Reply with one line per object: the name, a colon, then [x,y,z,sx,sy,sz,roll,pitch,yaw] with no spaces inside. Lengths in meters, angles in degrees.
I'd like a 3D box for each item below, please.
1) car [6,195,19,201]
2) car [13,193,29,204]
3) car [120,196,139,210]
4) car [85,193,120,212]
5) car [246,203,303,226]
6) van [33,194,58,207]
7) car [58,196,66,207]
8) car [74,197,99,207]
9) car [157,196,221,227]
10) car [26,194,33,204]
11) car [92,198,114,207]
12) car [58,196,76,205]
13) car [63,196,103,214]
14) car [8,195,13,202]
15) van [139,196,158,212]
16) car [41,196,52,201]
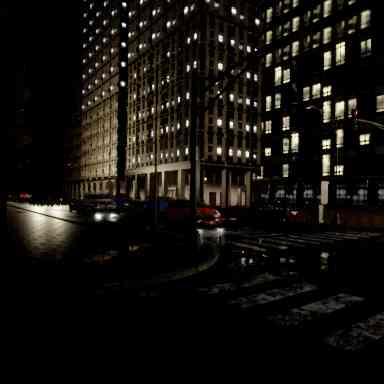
car: [-40.241,1.377,74.393,2.008,1.369,4.403,1,-1,-35]
car: [-30.443,1.155,60.568,2.192,1.841,5.009,1,-1,-35]
car: [-7.284,1.584,42.362,2.008,1.369,4.403,1,-1,-35]
car: [-10.314,1.144,36.644,2.150,2.045,5.566,1,-1,-35]
car: [5.778,1.505,23.925,1.967,1.590,4.097,1,-1,-35]
van: [-20.648,1.197,46.739,1.690,1.788,3.998,1,-1,-35]
car: [-19.515,1.407,49.787,1.837,1.490,4.892,1,-1,-35]
car: [-16.062,1.517,50.269,2.033,1.411,5.357,1,-1,-36]
car: [-0.080,1.300,22.181,2.097,1.767,4.553,1,-1,-35]
car: [-23.917,1.432,51.346,1.802,1.307,4.206,1,-1,-35]
car: [-13.815,1.586,51.580,1.947,1.339,4.313,1,-1,-35]
car: [-22.193,1.463,58.922,1.837,1.490,4.892,1,-1,-35]
car: [-10.857,1.427,32.909,2.008,1.369,4.403,1,-1,-35]
car: [-36.977,1.396,69.784,1.947,1.339,4.313,1,-1,-35]
van: [-4.015,1.382,37.754,1.690,1.788,3.998,1,-1,-35]
car: [-36.670,1.570,83.845,1.802,1.307,4.206,1,-1,-35]
